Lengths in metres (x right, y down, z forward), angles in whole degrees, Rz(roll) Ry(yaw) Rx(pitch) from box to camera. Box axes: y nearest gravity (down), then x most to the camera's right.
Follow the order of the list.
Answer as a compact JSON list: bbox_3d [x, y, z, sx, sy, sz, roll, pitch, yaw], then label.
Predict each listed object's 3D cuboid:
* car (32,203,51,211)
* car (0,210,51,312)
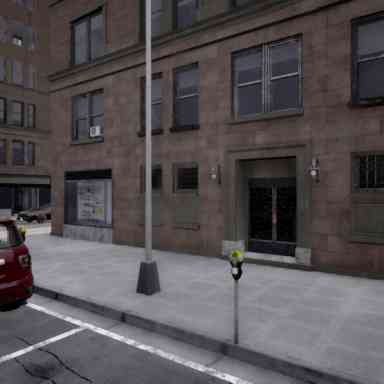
[{"bbox_3d":[-10.244,1.502,25.168,2.033,1.411,5.357,0,0,36],"label":"car"},{"bbox_3d":[-5.066,1.315,6.408,5.009,1.841,2.192,0,0,35],"label":"car"}]
